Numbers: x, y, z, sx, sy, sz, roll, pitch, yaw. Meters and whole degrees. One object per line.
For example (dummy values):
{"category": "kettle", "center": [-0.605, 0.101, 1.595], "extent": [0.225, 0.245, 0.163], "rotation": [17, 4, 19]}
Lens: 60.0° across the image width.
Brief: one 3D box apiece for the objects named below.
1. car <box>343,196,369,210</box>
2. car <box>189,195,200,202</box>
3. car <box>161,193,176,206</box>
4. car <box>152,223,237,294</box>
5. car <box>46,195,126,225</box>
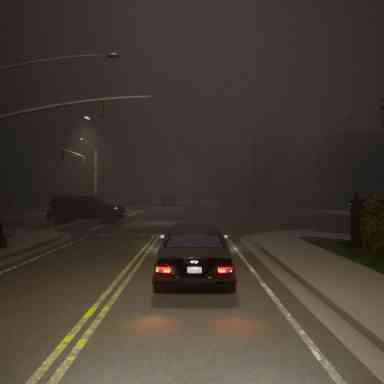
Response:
{"category": "car", "center": [20.133, 1.306, 38.833], "extent": [4.553, 1.767, 2.097], "rotation": [0, 0, -1]}
{"category": "car", "center": [0.564, 1.524, 78.927], "extent": [1.812, 1.442, 4.674], "rotation": [0, 0, 12]}
{"category": "car", "center": [-3.713, 1.221, 53.947], "extent": [2.150, 2.045, 5.566], "rotation": [0, 0, 0]}
{"category": "car", "center": [0.054, 1.547, 8.913], "extent": [2.033, 1.411, 5.357], "rotation": [0, 0, 0]}
{"category": "car", "center": [-7.662, 1.258, 24.252], "extent": [5.566, 2.045, 2.150], "rotation": [0, 0, 1]}
